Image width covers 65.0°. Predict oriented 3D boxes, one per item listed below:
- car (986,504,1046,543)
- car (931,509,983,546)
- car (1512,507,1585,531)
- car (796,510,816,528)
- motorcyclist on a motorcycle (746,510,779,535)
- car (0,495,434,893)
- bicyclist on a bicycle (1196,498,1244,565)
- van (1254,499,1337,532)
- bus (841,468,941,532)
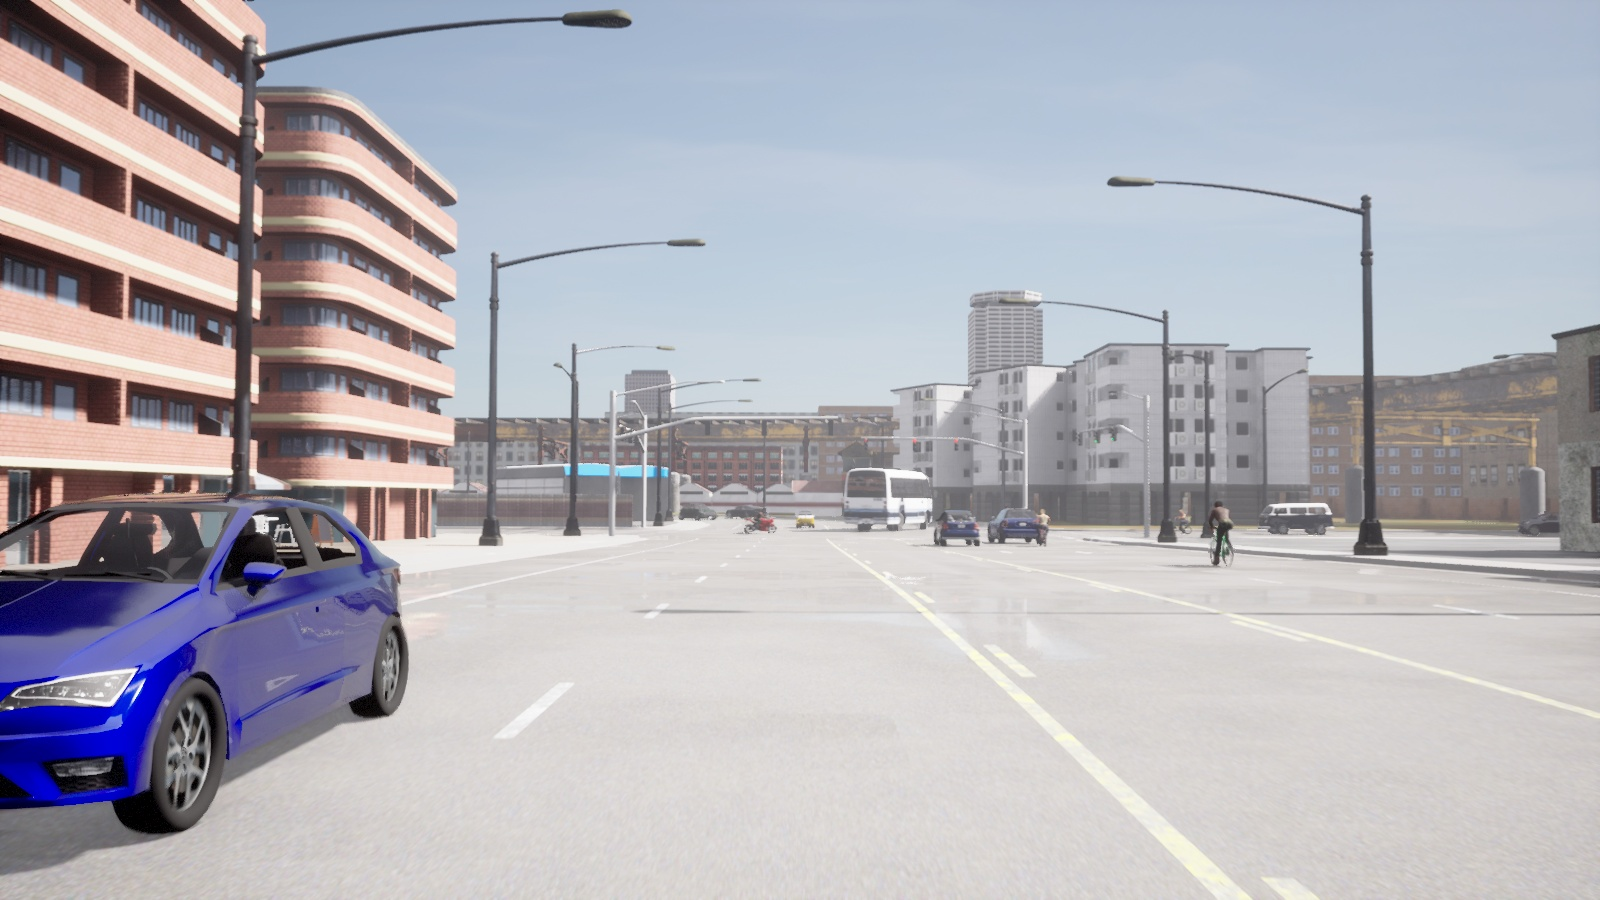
[{"bbox_3d":[10.363,3.531,60.554,2.097,1.767,4.553,0,-3,0],"label":"car"},{"bbox_3d":[6.875,3.393,55.312,1.789,1.549,3.705,0,-3,0],"label":"car"},{"bbox_3d":[48.501,4.461,81.458,3.633,1.501,1.845,-1,-2,11],"label":"car"},{"bbox_3d":[0.446,5.211,94.831,1.481,1.376,2.207,0,-3,0],"label":"car"},{"bbox_3d":[-2.294,4.445,77.295,2.044,1.523,0.797,0,-2,-1],"label":"motorcyclist on a motorcycle"},{"bbox_3d":[-3.516,1.003,6.865,1.816,1.474,4.193,0,-2,0],"label":"car"},{"bbox_3d":[10.429,2.012,31.216,0.582,1.620,1.656,0,-3,0],"label":"bicyclist on a bicycle"},{"bbox_3d":[32.149,4.235,81.571,4.480,2.038,2.069,-1,-2,-1],"label":"van"},{"bbox_3d":[6.620,3.520,88.959,3.944,4.253,10.273,-1,-2,23],"label":"bus"}]
